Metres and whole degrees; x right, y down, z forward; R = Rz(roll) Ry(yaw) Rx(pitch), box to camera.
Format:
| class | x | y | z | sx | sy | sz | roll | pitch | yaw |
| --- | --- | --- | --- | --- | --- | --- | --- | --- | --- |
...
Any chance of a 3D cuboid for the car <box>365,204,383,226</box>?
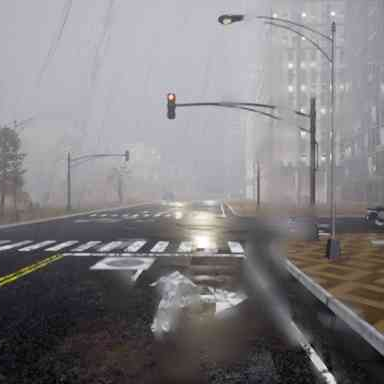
| class | x | y | z | sx | sy | sz | roll | pitch | yaw |
| --- | --- | --- | --- | --- | --- | --- | --- | --- | --- |
| car | 13.090 | 1.351 | 20.012 | 4.902 | 1.511 | 2.128 | 0 | 0 | 5 |

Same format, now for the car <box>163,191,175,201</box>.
| class | x | y | z | sx | sy | sz | roll | pitch | yaw |
| --- | --- | --- | --- | --- | --- | --- | --- | --- | --- |
| car | -5.067 | 0.835 | 73.790 | 2.150 | 2.045 | 5.566 | 0 | 0 | 4 |
